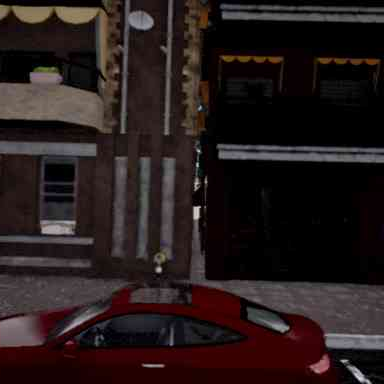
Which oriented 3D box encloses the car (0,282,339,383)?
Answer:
[{"bbox_3d":[-0.590,1.736,3.755,4.206,1.307,1.802,2,-2,1],"label":"car"}]
